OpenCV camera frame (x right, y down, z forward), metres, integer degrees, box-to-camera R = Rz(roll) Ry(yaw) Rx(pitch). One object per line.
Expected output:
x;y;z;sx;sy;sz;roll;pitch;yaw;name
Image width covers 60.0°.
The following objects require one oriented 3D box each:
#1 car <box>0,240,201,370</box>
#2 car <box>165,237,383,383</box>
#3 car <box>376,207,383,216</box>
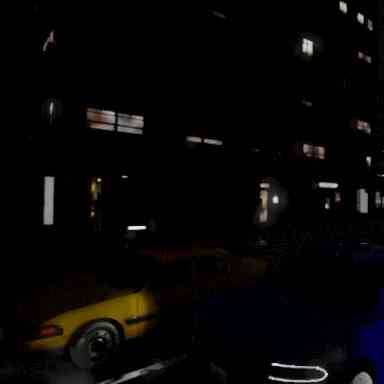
-0.494;1.553;5.709;4.829;1.417;1.752;1;0;-35;car
2.297;1.522;4.706;5.008;1.535;1.882;1;0;-35;car
18.728;1.897;37.050;1.967;1.590;4.097;1;-1;-36;car
